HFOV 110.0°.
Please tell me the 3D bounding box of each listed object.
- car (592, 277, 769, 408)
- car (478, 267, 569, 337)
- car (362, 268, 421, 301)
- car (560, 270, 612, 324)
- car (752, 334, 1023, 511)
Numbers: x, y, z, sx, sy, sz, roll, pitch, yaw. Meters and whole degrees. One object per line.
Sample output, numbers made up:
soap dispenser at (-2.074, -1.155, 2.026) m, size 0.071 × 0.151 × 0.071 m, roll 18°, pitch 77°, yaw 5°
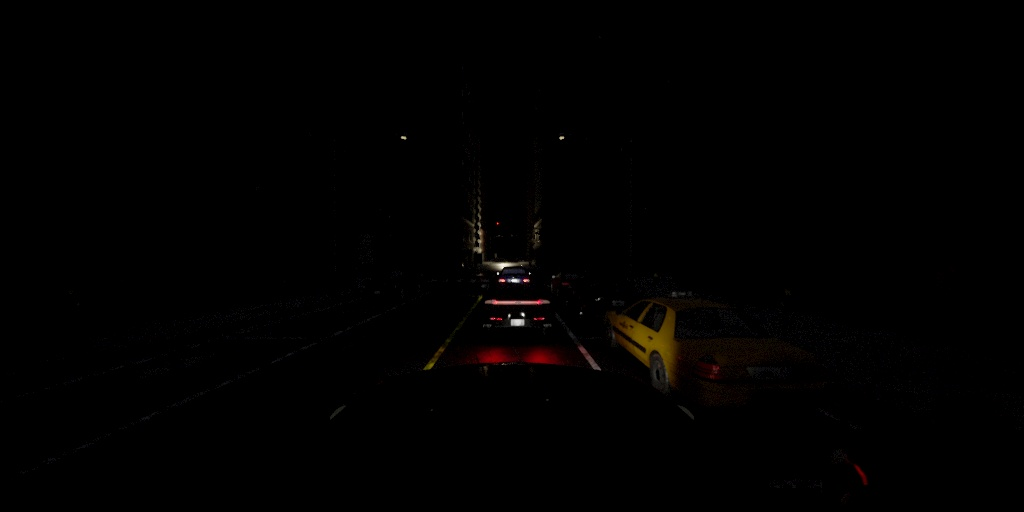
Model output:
car at (2.876, 1.272, 6.314) m, size 1.751 × 1.417 × 4.829 m, roll 0°, pitch 0°, yaw 0°
car at (0.107, 1.234, 10.255) m, size 2.128 × 1.511 × 4.902 m, roll 0°, pitch 0°, yaw 0°
car at (-5.662, 1.281, 17.318) m, size 1.888 × 1.381 × 4.507 m, roll 0°, pitch 0°, yaw 0°
car at (2.880, 1.307, 11.730) m, size 1.948 × 1.339 × 4.313 m, roll 0°, pitch 0°, yaw 0°
car at (2.873, 1.301, 0.558) m, size 2.007 × 1.370 × 4.403 m, roll 0°, pitch 0°, yaw 0°
